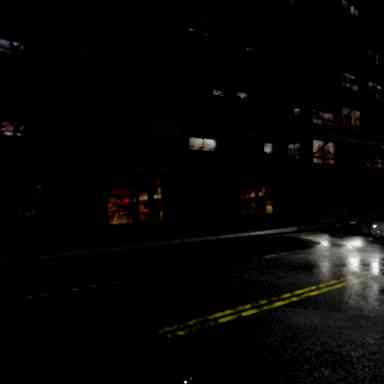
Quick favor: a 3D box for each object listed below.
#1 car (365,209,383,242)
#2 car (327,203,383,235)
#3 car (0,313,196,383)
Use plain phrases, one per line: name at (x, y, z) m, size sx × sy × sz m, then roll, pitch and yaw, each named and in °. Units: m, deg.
car at (9.977, 1.551, 14.904) m, size 4.718 × 1.301 × 1.895 m, roll 0°, pitch 0°, yaw -36°
car at (9.531, 1.422, 18.621) m, size 5.008 × 1.535 × 1.882 m, roll 0°, pitch 0°, yaw -37°
car at (-2.168, 1.494, 1.893) m, size 4.902 × 1.511 × 2.128 m, roll 0°, pitch 0°, yaw -35°
